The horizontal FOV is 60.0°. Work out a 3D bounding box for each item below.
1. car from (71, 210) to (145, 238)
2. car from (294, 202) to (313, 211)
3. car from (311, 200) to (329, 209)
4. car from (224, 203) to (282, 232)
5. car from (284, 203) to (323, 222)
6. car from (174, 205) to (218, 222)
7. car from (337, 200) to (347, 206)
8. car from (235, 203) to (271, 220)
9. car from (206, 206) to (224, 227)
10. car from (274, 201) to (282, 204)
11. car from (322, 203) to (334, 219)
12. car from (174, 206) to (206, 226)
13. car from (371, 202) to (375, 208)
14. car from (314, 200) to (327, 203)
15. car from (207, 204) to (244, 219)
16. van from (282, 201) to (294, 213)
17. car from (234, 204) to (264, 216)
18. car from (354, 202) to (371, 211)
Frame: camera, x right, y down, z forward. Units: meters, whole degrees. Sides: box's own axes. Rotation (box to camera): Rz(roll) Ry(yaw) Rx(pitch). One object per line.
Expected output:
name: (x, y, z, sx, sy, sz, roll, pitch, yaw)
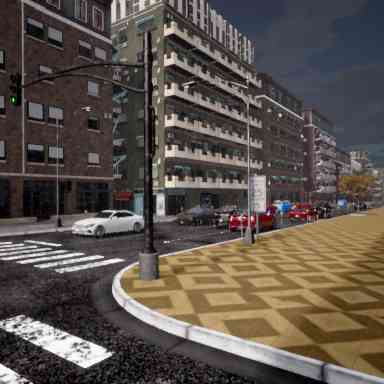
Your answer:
car: (-4.739, 1.778, 19.467, 1.812, 1.442, 4.674, -1, -1, 34)
car: (19.969, 2.554, 59.365, 1.887, 1.381, 4.507, -2, -2, 35)
car: (26.434, 2.501, 68.636, 2.192, 1.841, 5.009, -2, -2, 35)
car: (4.150, 1.751, 22.187, 1.967, 1.590, 4.097, -2, -2, 35)
car: (10.619, 2.032, 31.449, 1.887, 1.381, 4.507, -2, -2, 35)
car: (0.469, 2.002, 31.432, 1.752, 1.417, 4.829, -2, -2, 35)
car: (39.273, 2.882, 87.103, 1.690, 1.788, 3.998, -2, -2, 35)
car: (6.574, 2.038, 35.672, 1.882, 1.535, 5.008, -1, -1, 35)
car: (3.464, 1.865, 25.648, 2.128, 1.511, 4.902, -1, -1, 35)
car: (10.267, 2.289, 45.468, 1.887, 1.381, 4.507, -2, -2, 35)
car: (13.854, 2.141, 36.080, 1.947, 1.339, 4.313, -2, -2, 35)
car: (0.787, 1.950, 27.395, 2.033, 1.411, 5.357, -1, -1, 35)
car: (36.490, 2.745, 68.506, 2.008, 1.369, 4.403, -2, -2, 35)
car: (19.003, 2.305, 47.906, 1.837, 1.490, 4.892, -1, -1, 35)
car: (3.703, 2.090, 36.064, 1.752, 1.417, 4.829, -2, -2, 35)
van: (13.499, 2.174, 50.106, 1.690, 1.788, 3.998, -2, -2, 35)
car: (7.034, 2.222, 40.835, 1.947, 1.339, 4.313, -2, -2, 35)
car: (30.022, 2.583, 59.241, 1.947, 1.339, 4.313, -2, -2, 35)
